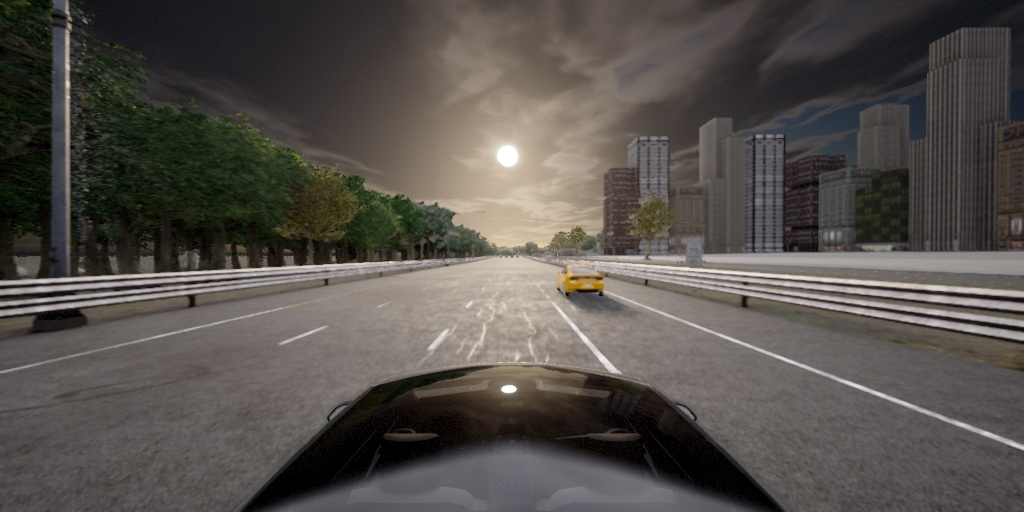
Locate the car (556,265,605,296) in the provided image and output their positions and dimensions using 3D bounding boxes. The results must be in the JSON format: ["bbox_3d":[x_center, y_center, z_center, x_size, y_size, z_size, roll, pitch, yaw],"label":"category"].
[{"bbox_3d":[3.508,1.233,19.147,1.882,1.535,5.008,0,0,0],"label":"car"}]
